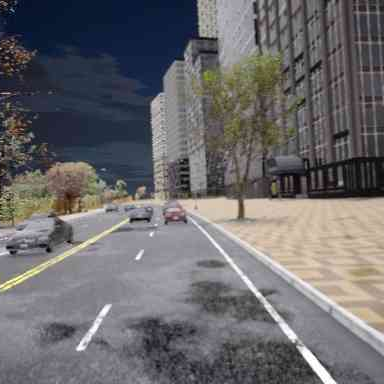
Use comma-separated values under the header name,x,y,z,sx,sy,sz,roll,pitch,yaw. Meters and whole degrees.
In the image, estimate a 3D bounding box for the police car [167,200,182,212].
name,x,y,z,sx,sy,sz,roll,pitch,yaw
police car,-2.845,2.217,53.068,1.930,1.638,5.238,-3,-1,-7

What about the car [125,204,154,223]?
name,x,y,z,sx,sy,sz,roll,pitch,yaw
car,-4.958,2.185,32.353,1.994,1.385,4.181,-3,-1,-5

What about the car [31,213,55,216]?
name,x,y,z,sx,sy,sz,roll,pitch,yaw
car,-11.004,2.315,24.338,1.837,1.490,4.892,-3,-1,-3

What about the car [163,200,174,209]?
name,x,y,z,sx,sy,sz,roll,pitch,yaw
car,-4.907,2.564,69.162,1.801,1.575,5.366,-3,-1,-8

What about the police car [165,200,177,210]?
name,x,y,z,sx,sy,sz,roll,pitch,yaw
police car,-4.080,2.411,63.083,1.930,1.638,5.238,-3,-1,-8

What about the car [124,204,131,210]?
name,x,y,z,sx,sy,sz,roll,pitch,yaw
car,-11.426,2.857,61.490,2.033,1.411,5.357,-3,-1,-7

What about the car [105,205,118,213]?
name,x,y,z,sx,sy,sz,roll,pitch,yaw
car,-14.654,3.018,61.044,1.994,1.385,4.181,-3,-1,-7

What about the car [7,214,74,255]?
name,x,y,z,sx,sy,sz,roll,pitch,yaw
car,-7.288,2.065,16.493,1.812,1.442,4.674,-3,-1,-3

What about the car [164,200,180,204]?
name,x,y,z,sx,sy,sz,roll,pitch,yaw
car,-2.701,2.001,42.872,2.097,1.767,4.553,-3,-1,-5

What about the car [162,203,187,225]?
name,x,y,z,sx,sy,sz,roll,pitch,yaw
car,-1.428,1.931,28.543,1.812,1.442,4.674,-3,-1,-4

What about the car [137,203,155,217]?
name,x,y,z,sx,sy,sz,roll,pitch,yaw
car,-6.027,2.313,43.891,2.128,1.511,4.902,-3,-1,-6
